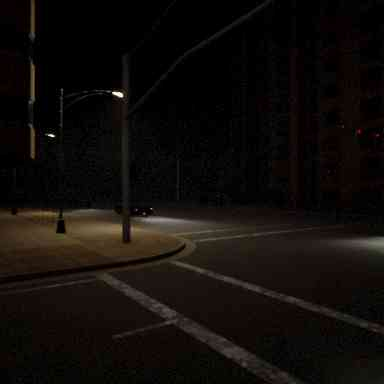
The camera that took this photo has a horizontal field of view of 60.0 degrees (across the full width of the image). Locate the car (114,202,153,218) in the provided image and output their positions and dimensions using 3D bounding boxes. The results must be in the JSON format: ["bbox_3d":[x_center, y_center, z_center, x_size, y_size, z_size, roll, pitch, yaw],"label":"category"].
[{"bbox_3d":[-5.488,1.604,31.107,1.895,1.301,4.718,0,0,-36],"label":"car"}]

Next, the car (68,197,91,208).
[{"bbox_3d":[-15.111,1.361,44.554,1.994,1.385,4.181,0,0,-36],"label":"car"}]
